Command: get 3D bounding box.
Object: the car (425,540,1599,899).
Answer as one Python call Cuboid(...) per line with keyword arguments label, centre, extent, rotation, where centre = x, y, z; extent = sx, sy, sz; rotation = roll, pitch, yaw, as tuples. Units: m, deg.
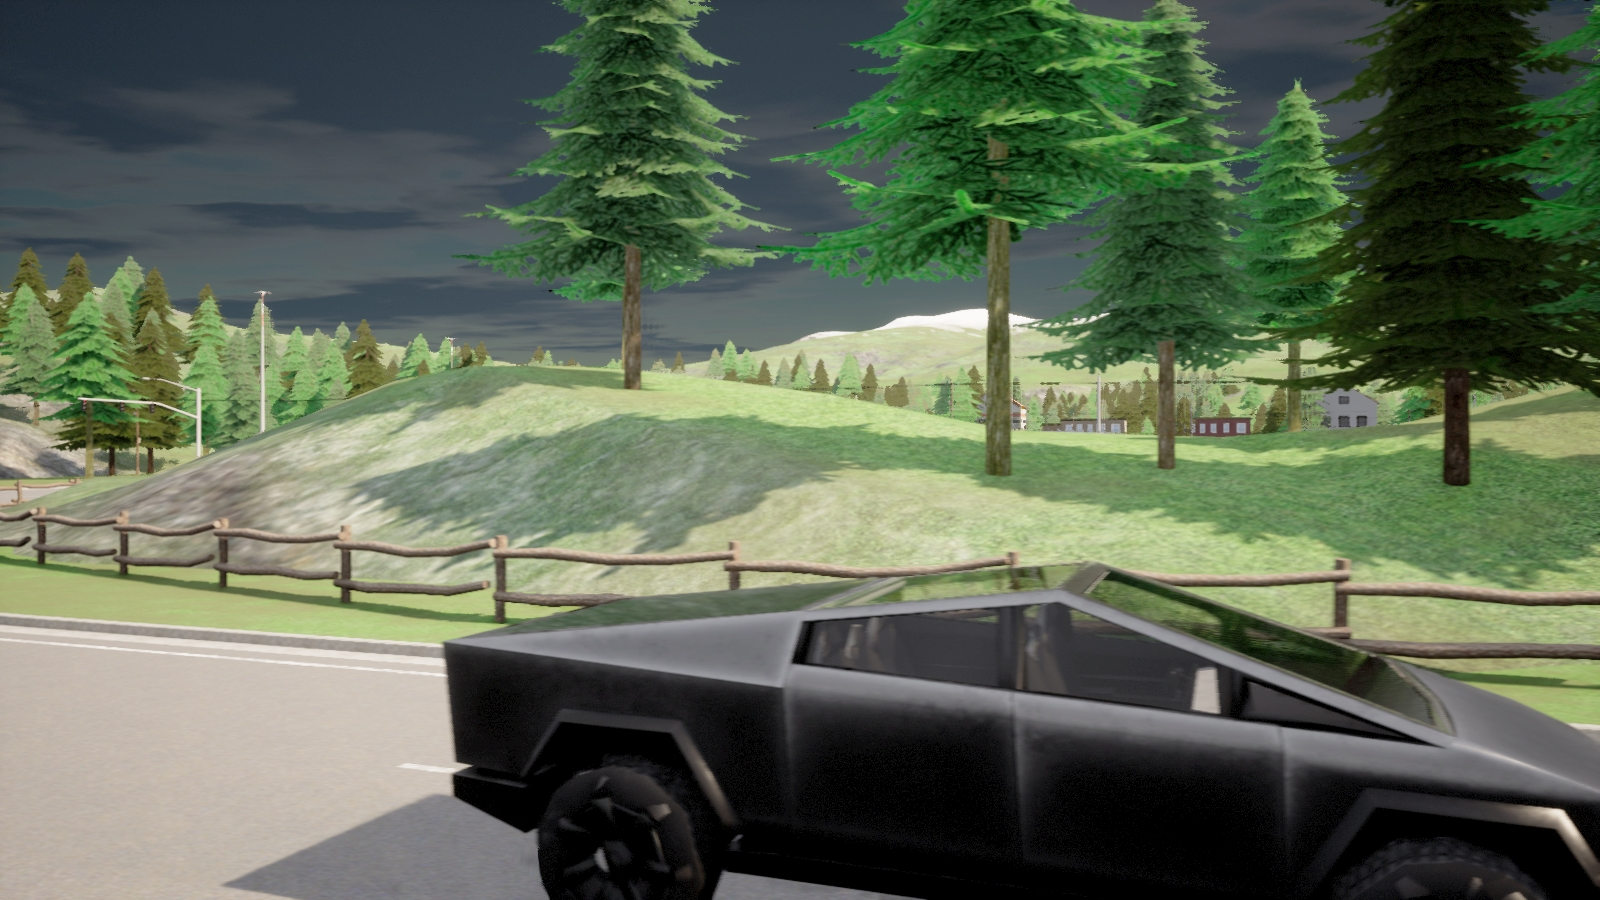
Cuboid(label="car", centre=(1.166, 1.752, 6.687), extent=(6.274, 2.098, 2.390), rotation=(0, 0, 21))
